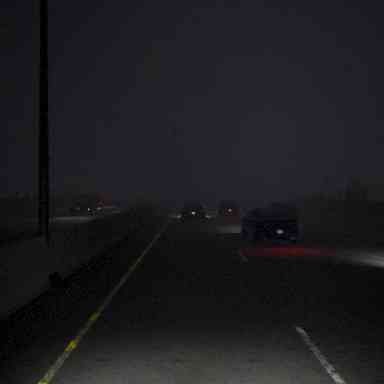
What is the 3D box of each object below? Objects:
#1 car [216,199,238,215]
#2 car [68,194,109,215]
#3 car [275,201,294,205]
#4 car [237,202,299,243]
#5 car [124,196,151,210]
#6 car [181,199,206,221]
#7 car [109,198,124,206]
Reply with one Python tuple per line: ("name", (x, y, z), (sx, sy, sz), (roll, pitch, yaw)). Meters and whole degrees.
("car", (3.656, 1.490, 34.230), (1.837, 1.490, 4.892), (0, 0, 1))
("car", (-10.510, 1.211, 33.618), (2.150, 2.045, 5.566), (0, 0, 1))
("car", (7.107, 1.493, 26.785), (1.837, 1.490, 4.892), (0, 0, 0))
("car", (3.602, 1.471, 16.097), (1.882, 1.535, 5.008), (0, 0, 0))
("car", (-6.613, 1.335, 41.939), (2.097, 1.767, 4.553), (0, 0, 5))
("car", (0.107, 1.554, 27.148), (1.994, 1.385, 4.181), (0, 0, 0))
("car", (-12.209, 1.580, 53.487), (1.895, 1.301, 4.718), (0, 0, 10))
